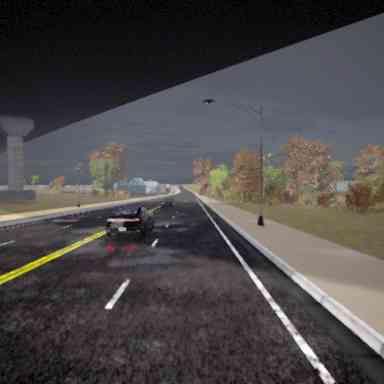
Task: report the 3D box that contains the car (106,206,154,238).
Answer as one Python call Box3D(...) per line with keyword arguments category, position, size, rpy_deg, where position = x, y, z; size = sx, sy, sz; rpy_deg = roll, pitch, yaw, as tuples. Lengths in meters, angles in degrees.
Box3D(category="car", position=(-3.161, 1.485, 17.517), size=(2.128, 1.511, 4.902), rpy_deg=(0, 0, 0))

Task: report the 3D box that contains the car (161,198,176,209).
Box3D(category="car", position=(-3.198, 1.527, 45.770), size=(2.033, 1.411, 5.357), rpy_deg=(0, 0, 0))
